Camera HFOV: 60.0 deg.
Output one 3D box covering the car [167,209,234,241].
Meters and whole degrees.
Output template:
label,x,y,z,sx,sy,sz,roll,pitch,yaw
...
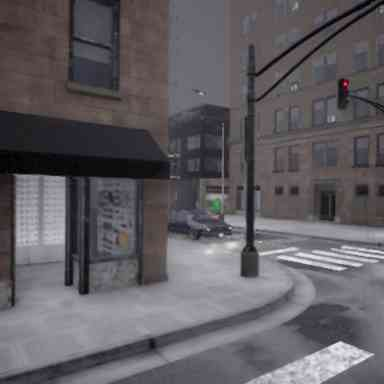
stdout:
label,x,y,z,sx,sy,sz,roll,pitch,yaw
car,-0.154,1.665,18.004,2.033,1.411,5.357,1,0,-36
